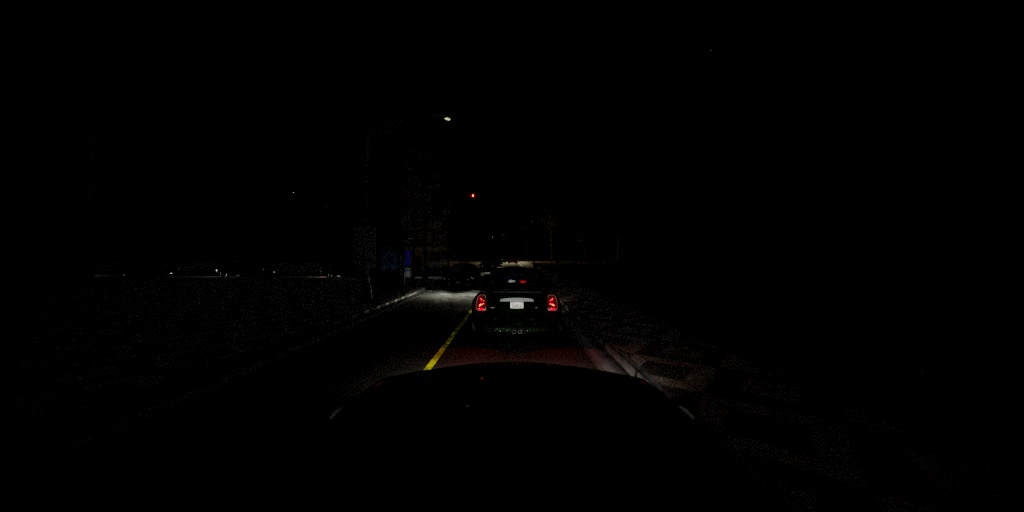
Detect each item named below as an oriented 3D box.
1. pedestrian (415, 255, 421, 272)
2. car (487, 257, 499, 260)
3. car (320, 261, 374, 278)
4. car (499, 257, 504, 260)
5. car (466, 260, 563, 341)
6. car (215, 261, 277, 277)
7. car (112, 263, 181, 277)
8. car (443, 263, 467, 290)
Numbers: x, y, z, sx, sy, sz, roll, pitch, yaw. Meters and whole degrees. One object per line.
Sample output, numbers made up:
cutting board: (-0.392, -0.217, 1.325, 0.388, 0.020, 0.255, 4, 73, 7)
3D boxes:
pedestrian: (-9.980, 0.800, 38.122, 0.375, 1.860, 0.375, 0, 0, 2)
car: (-2.974, 1.182, 45.682, 1.882, 1.535, 5.008, 0, 0, 0)
car: (-14.453, 1.192, 32.014, 4.902, 1.511, 2.128, 0, 1, 2)
car: (-2.892, 1.219, 65.179, 2.033, 1.411, 5.357, 0, 0, 1)
car: (0.114, 1.099, 9.972, 2.097, 1.767, 4.553, 0, 0, 0)
car: (-23.825, 1.166, 32.278, 4.902, 1.511, 2.128, 0, 1, 2)
car: (-33.062, 1.249, 32.544, 4.718, 1.301, 1.895, 0, 1, 2)
car: (-3.041, 1.214, 22.686, 1.882, 1.535, 5.008, 0, 0, 0)
